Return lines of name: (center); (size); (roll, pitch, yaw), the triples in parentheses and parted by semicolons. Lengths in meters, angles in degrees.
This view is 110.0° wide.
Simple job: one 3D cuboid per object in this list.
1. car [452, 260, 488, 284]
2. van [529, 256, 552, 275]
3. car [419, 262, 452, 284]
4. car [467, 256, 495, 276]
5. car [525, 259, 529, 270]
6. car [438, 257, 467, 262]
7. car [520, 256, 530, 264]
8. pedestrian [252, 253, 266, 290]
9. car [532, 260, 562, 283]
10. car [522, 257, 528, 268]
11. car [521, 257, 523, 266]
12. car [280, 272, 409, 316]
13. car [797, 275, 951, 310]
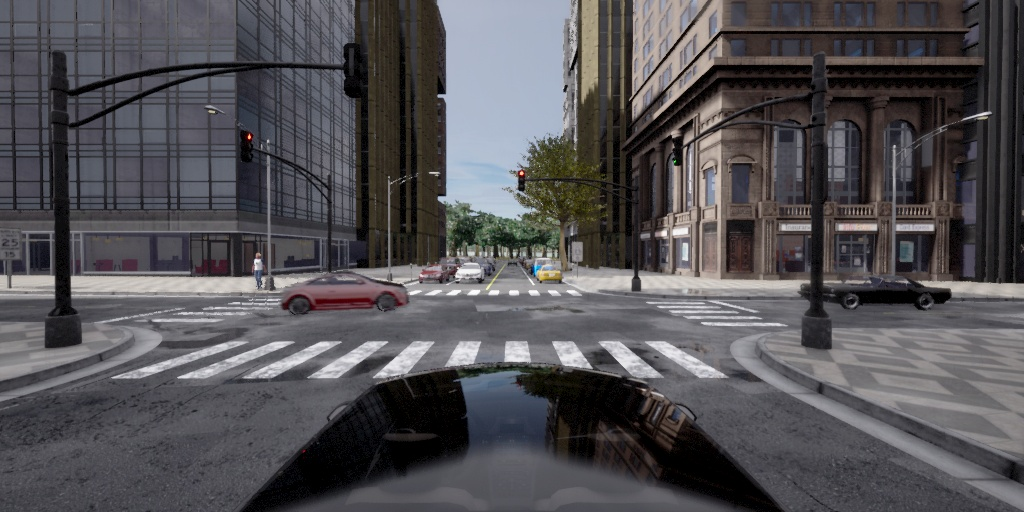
car: (-3.093, 1.255, 27.180); (1.812, 1.442, 4.674); (0, 0, 0)
van: (2.767, 1.061, 32.625); (1.690, 1.789, 3.998); (0, 0, 0)
car: (-5.759, 1.312, 26.937); (1.802, 1.307, 4.207); (0, 0, 0)
car: (-3.093, 1.067, 36.060); (2.097, 1.767, 4.553); (0, 0, 0)
car: (2.768, 1.276, 38.305); (1.948, 1.339, 4.313); (0, 0, 0)
car: (-5.758, 1.035, 32.618); (2.192, 1.841, 5.009); (0, 0, 0)
car: (2.771, 1.204, 61.022); (2.007, 1.370, 4.403); (0, 0, 0)
pedestrian: (-12.520, 0.742, 17.767); (0.375, 1.860, 0.375); (0, 0, 0)
car: (2.766, 1.255, 27.115); (1.751, 1.417, 4.829); (0, 0, 0)
car: (2.770, 1.210, 49.834); (1.751, 1.417, 4.829); (0, 0, 0)
car: (2.770, 1.214, 55.343); (1.888, 1.381, 4.507); (0, 0, 0)
car: (-5.920, 1.274, 13.016); (4.181, 1.385, 1.994); (0, 1, -20)
car: (14.712, 1.444, 14.787); (4.718, 1.301, 1.895); (0, 1, 0)
